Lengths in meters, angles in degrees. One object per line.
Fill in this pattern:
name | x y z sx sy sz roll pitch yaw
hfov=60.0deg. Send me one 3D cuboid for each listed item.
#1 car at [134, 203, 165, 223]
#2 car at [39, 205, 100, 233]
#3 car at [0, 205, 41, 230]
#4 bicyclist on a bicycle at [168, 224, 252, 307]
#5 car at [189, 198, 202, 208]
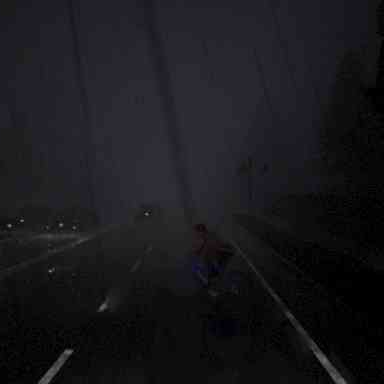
car | -3.198 1.559 25.713 1.994 1.385 4.181 0 0 1
car | -6.892 1.561 19.584 1.994 1.385 4.181 0 0 1
car | -10.353 1.544 21.591 2.033 1.411 5.357 0 0 1
bicyclist on a bicycle | 0.342 1.443 6.503 1.656 1.620 0.582 -1 0 1
car | 0.497 1.539 47.584 2.033 1.411 5.357 0 0 1
